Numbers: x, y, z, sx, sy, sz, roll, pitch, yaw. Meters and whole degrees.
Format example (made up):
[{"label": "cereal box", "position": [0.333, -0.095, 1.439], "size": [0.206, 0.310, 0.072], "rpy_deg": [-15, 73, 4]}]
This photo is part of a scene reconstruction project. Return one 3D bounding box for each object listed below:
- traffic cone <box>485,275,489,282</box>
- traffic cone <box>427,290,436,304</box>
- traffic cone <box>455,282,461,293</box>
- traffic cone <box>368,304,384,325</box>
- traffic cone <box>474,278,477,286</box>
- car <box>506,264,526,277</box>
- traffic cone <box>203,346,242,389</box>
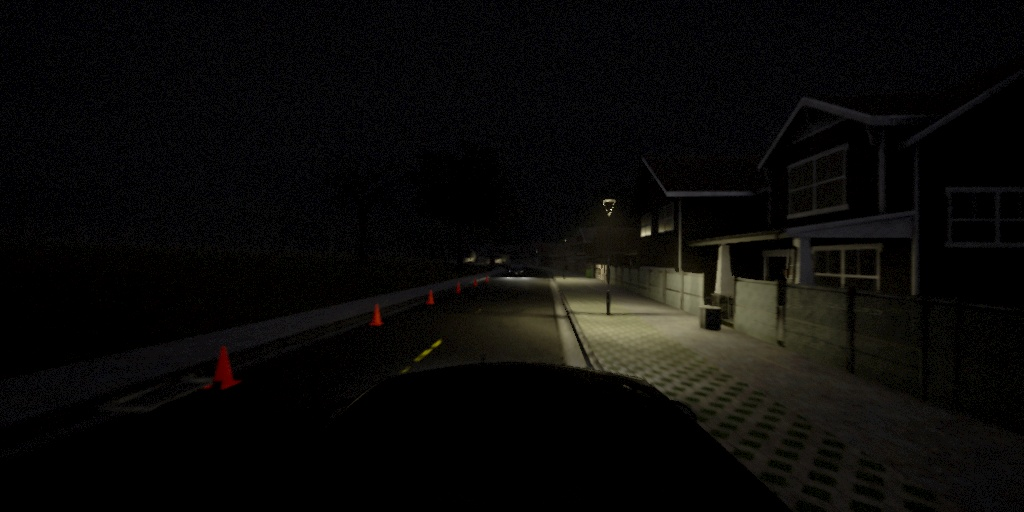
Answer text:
[{"label": "traffic cone", "position": [-2.141, 1.891, 30.445], "size": [0.340, 0.580, 0.340], "rpy_deg": [0, 0, 5]}, {"label": "traffic cone", "position": [-3.517, 1.746, 15.510], "size": [0.340, 0.580, 0.340], "rpy_deg": [0, 0, 5]}, {"label": "traffic cone", "position": [-3.058, 1.794, 20.488], "size": [0.340, 0.580, 0.340], "rpy_deg": [0, 0, 5]}, {"label": "traffic cone", "position": [-3.976, 1.704, 10.531], "size": [0.340, 0.580, 0.340], "rpy_deg": [0, 0, 5]}, {"label": "traffic cone", "position": [-2.600, 1.843, 25.467], "size": [0.340, 0.580, 0.340], "rpy_deg": [0, 0, 5]}, {"label": "car", "position": [0.505, 1.570, 40.003], "size": [1.812, 1.442, 4.674], "rpy_deg": [1, -1, 1]}, {"label": "traffic cone", "position": [-4.406, 1.673, 5.471], "size": [0.340, 0.580, 0.340], "rpy_deg": [0, 0, 3]}]
